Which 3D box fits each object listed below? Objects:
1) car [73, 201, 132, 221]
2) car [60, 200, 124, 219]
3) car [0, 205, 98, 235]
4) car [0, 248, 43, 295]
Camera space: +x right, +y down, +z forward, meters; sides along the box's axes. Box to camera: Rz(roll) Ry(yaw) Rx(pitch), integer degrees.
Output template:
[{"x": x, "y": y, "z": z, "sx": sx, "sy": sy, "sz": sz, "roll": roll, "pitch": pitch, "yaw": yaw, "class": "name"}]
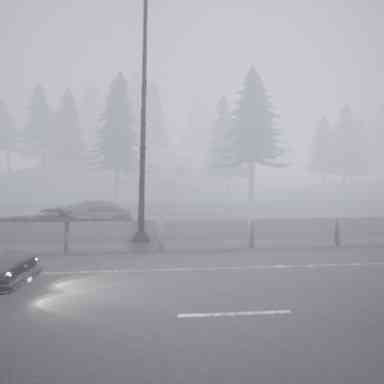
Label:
[{"x": -5.990, "y": 1.506, "z": 21.384, "sx": 4.181, "sy": 1.385, "sz": 1.994, "roll": 0, "pitch": 0, "yaw": -5, "class": "car"}, {"x": -8.351, "y": 1.429, "z": 28.210, "sx": 4.892, "sy": 1.490, "sz": 1.837, "roll": 0, "pitch": 0, "yaw": -5, "class": "car"}, {"x": -7.726, "y": 1.570, "z": 17.725, "sx": 4.718, "sy": 1.301, "sz": 1.895, "roll": 0, "pitch": 0, "yaw": -5, "class": "car"}, {"x": -6.221, "y": 1.559, "z": 7.113, "sx": 5.357, "sy": 1.411, "sz": 2.033, "roll": 0, "pitch": 0, "yaw": -5, "class": "car"}]
